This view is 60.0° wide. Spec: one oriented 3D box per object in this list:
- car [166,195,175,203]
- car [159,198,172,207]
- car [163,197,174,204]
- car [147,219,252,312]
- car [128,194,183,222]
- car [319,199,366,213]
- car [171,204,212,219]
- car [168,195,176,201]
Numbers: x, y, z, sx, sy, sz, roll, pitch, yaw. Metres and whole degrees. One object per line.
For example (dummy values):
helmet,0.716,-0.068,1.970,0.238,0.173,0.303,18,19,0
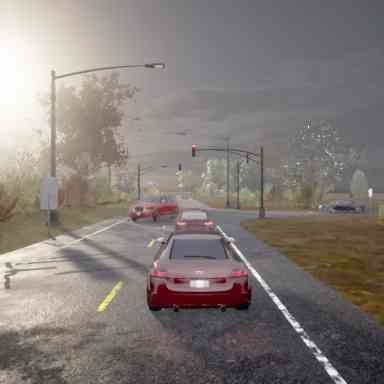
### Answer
car,-4.607,1.482,72.715,1.882,1.535,5.008,0,0,-2
car,-4.158,1.603,53.151,1.895,1.301,4.718,0,0,-1
car,-4.366,1.567,62.340,1.994,1.385,4.181,0,0,-1
car,0.099,1.564,7.784,1.994,1.385,4.181,0,0,-1
car,-2.948,1.222,26.698,2.150,2.045,5.566,-1,0,20
car,16.673,1.503,36.978,4.902,1.511,2.128,0,0,0
car,0.061,1.526,16.544,1.812,1.442,4.674,0,0,-2
car,-4.969,1.484,83.162,1.882,1.535,5.008,0,0,-2
